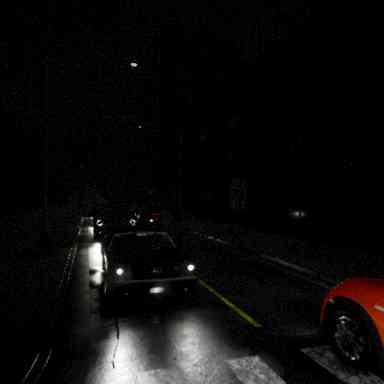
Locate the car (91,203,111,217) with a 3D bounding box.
[{"bbox_3d":[-10.118,1.982,36.955,1.994,1.385,4.181,1,-1,-17],"label":"car"}]

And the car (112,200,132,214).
[{"bbox_3d":[-9.465,1.917,44.641,2.097,1.767,4.553,1,-1,-17],"label":"car"}]

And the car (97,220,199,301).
[{"bbox_3d":[-1.356,1.654,8.710,1.895,1.301,4.718,1,-1,-17],"label":"car"}]

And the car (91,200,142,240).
[{"bbox_3d":[-4.223,1.503,17.936,2.097,1.767,4.553,1,-1,-17],"label":"car"}]

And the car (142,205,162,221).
[{"bbox_3d":[-3.608,1.788,25.858,1.837,1.490,4.892,1,-1,-17],"label":"car"}]

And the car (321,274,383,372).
[{"bbox_3d":[3.433,1.391,3.292,2.097,1.767,4.553,1,-1,-17],"label":"car"}]

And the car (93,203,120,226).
[{"bbox_3d":[-7.045,1.750,26.994,1.882,1.535,5.008,1,-1,-17],"label":"car"}]
